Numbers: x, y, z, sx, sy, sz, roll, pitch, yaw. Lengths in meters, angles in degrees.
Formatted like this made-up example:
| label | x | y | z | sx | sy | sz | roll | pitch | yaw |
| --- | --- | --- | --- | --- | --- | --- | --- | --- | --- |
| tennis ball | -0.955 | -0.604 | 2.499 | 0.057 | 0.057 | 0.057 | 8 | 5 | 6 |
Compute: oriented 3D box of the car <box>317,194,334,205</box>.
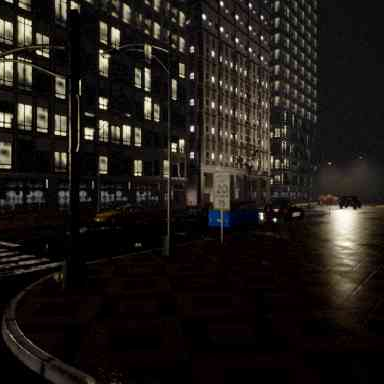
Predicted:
| label | x | y | z | sx | sy | sz | roll | pitch | yaw |
| --- | --- | --- | --- | --- | --- | --- | --- | --- | --- |
| car | 25.141 | 1.380 | 62.535 | 2.192 | 1.841 | 5.009 | 0 | 0 | 38 |

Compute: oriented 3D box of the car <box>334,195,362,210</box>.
| label | x | y | z | sx | sy | sz | roll | pitch | yaw |
| --- | --- | --- | --- | --- | --- | --- | --- | --- | --- |
| car | 21.191 | 1.368 | 44.503 | 2.192 | 1.841 | 5.009 | 0 | 0 | 38 |

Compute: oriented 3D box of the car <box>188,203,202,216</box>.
| label | x | y | z | sx | sy | sz | roll | pitch | yaw |
| --- | --- | --- | --- | --- | --- | --- | --- | --- | --- |
| car | 1.362 | 1.603 | 31.689 | 1.802 | 1.307 | 4.206 | 0 | 0 | 38 |

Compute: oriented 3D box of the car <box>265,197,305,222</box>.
| label | x | y | z | sx | sy | sz | roll | pitch | yaw |
| --- | --- | --- | --- | --- | --- | --- | --- | --- | --- |
| car | 7.603 | 1.472 | 26.877 | 1.967 | 1.590 | 4.097 | 0 | 0 | 38 |

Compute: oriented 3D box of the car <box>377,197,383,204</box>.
| label | x | y | z | sx | sy | sz | roll | pitch | yaw |
| --- | --- | --- | --- | --- | --- | --- | --- | --- | --- |
| car | 38.174 | 1.658 | 66.534 | 1.947 | 1.339 | 4.313 | 0 | 0 | 38 |

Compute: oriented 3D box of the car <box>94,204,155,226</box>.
| label | x | y | z | sx | sy | sz | roll | pitch | yaw |
| --- | --- | --- | --- | --- | --- | --- | --- | --- | --- |
| car | -4.751 | 1.540 | 23.971 | 1.752 | 1.417 | 4.829 | 0 | 0 | 38 |

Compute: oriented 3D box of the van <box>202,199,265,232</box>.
| label | x | y | z | sx | sy | sz | roll | pitch | yaw |
| --- | --- | --- | --- | --- | --- | --- | --- | --- | --- |
| van | 2.636 | 1.368 | 20.252 | 1.690 | 1.788 | 3.998 | 0 | 0 | 38 |

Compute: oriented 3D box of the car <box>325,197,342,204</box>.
| label | x | y | z | sx | sy | sz | roll | pitch | yaw |
| --- | --- | --- | --- | --- | --- | --- | --- | --- | --- |
| car | 28.538 | 1.624 | 66.940 | 2.008 | 1.369 | 4.403 | 0 | 0 | 38 |
